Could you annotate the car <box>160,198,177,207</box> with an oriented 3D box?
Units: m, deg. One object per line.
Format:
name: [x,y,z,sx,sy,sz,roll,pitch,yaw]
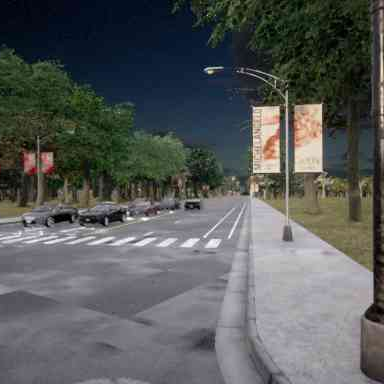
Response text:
car: [-3.937,1.758,56.589,1.812,1.442,4.674,0,-1,10]

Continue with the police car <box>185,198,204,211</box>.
police car: [0.406,1.571,43.685,1.930,1.638,5.238,0,0,10]

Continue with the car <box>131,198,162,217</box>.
car: [-4.772,1.654,33.545,1.812,1.442,4.674,0,0,10]

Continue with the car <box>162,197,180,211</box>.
car: [-3.000,1.514,43.576,2.097,1.767,4.553,0,0,10]

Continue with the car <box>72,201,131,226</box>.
car: [-6.406,1.574,24.285,1.882,1.535,5.008,0,0,10]

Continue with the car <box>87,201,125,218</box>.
car: [-8.256,1.666,32.482,1.812,1.442,4.674,0,0,10]

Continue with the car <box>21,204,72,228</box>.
car: [-9.866,1.601,23.420,2.128,1.511,4.902,0,0,10]
